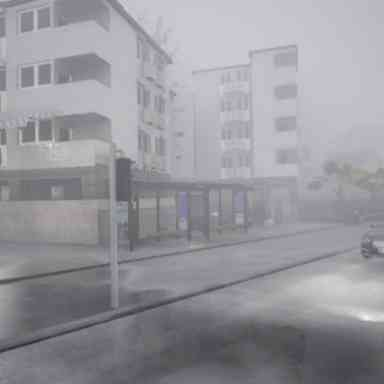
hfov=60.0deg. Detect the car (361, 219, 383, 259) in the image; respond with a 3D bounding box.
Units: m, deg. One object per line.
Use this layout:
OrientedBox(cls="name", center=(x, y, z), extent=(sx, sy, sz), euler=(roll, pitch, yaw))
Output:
OrientedBox(cls="car", center=(7.661, 1.516, 11.746), extent=(4.902, 1.511, 2.128), euler=(0, -1, -42))
